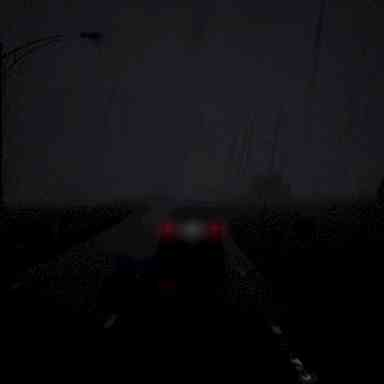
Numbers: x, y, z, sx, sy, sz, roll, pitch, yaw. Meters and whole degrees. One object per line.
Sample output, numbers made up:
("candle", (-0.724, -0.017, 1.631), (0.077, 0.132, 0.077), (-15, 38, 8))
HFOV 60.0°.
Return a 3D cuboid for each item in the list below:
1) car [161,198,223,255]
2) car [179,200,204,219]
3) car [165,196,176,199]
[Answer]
("car", (0.007, 1.272, 13.035), (2.097, 1.767, 4.553), (0, 0, 0))
("car", (-0.035, 1.403, 28.348), (1.994, 1.385, 4.181), (0, 0, 0))
("car", (-2.937, 1.306, 48.846), (1.994, 1.385, 4.181), (0, 0, 0))
